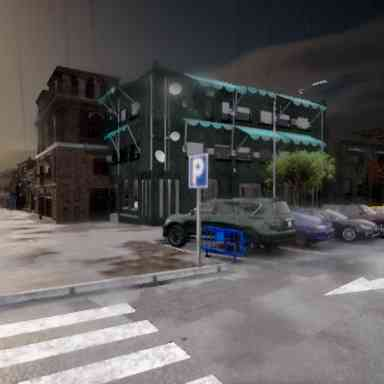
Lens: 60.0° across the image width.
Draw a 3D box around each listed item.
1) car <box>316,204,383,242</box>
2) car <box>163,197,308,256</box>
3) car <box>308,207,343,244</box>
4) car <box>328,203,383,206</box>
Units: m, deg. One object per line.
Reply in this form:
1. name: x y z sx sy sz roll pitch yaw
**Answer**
1. car: 6.405 1.517 16.470 4.892 1.521 2.231 -1 -1 38
2. car: 1.343 1.246 13.377 5.566 2.045 2.435 -1 -1 38
3. car: 3.890 1.547 14.914 4.674 1.452 2.002 -1 -1 38
4. car: 8.904 1.400 18.041 4.553 1.767 2.185 -1 -1 38
